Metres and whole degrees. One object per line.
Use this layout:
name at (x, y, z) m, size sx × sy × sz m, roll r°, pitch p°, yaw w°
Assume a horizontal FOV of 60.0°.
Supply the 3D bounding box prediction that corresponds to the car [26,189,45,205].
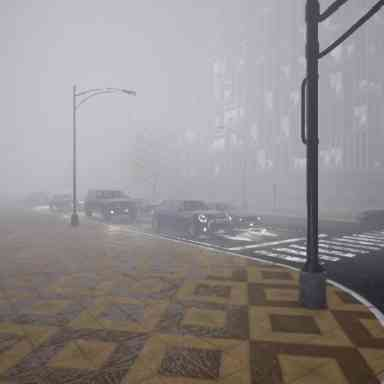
car at (-18.740, 0.710, 40.255) m, size 2.128 × 1.511 × 4.902 m, roll 0°, pitch 1°, yaw -37°

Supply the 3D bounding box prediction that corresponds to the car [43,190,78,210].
car at (-12.367, 0.900, 32.082) m, size 2.128 × 1.511 × 4.902 m, roll 0°, pitch 1°, yaw -38°

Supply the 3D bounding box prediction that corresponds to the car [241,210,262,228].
car at (1.586, 1.289, 19.691) m, size 2.033 × 1.411 × 5.357 m, roll 0°, pitch 1°, yaw -36°

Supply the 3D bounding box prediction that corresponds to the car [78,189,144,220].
car at (-5.979, 0.819, 23.968) m, size 2.150 × 2.045 × 5.566 m, roll 0°, pitch 1°, yaw -38°

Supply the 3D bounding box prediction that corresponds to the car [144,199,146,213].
car at (-4.394, 1.166, 27.207) m, size 1.895 × 1.301 × 4.718 m, roll 0°, pitch 1°, yaw -38°

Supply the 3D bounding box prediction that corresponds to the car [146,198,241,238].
car at (-0.074, 1.124, 16.496) m, size 2.097 × 1.767 × 4.553 m, roll 0°, pitch 1°, yaw -38°

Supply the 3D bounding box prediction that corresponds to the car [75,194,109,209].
car at (-10.603, 0.945, 35.101) m, size 1.994 × 1.385 × 4.181 m, roll 0°, pitch 1°, yaw -38°

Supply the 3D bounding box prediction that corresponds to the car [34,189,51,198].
car at (-28.616, 0.236, 63.588) m, size 1.882 × 1.535 × 5.008 m, roll 0°, pitch 1°, yaw -38°

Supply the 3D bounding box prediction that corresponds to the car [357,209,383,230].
car at (11.710, 1.378, 18.001) m, size 4.902 × 1.511 × 2.128 m, roll 2°, pitch 2°, yaw 37°
